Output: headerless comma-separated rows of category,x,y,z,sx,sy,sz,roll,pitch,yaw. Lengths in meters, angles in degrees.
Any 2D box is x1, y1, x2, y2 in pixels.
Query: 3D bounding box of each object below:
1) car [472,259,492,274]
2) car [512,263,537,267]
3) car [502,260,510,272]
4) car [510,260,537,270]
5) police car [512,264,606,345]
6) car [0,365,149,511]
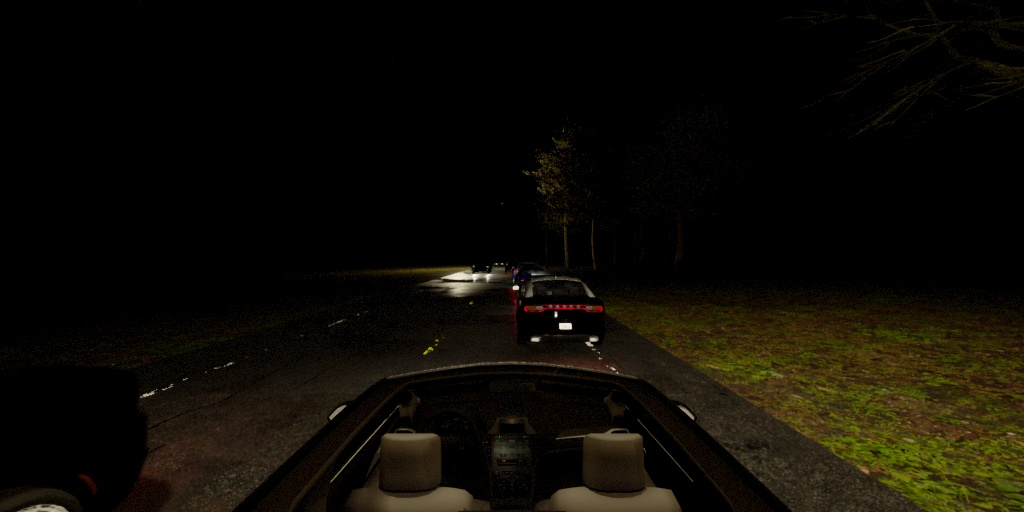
car,-3.583,1.188,43.017,2.097,1.767,4.553,0,0,0
car,1.057,1.294,19.526,1.812,1.442,4.674,0,0,0
car,0.041,1.349,46.810,1.837,1.490,4.892,0,0,0
car,1.059,1.135,25.497,2.097,1.767,4.553,0,0,0
police car,1.054,1.179,9.635,1.930,1.638,5.238,0,0,0
car,-3.600,1.228,0.470,1.882,1.535,5.008,0,0,0
